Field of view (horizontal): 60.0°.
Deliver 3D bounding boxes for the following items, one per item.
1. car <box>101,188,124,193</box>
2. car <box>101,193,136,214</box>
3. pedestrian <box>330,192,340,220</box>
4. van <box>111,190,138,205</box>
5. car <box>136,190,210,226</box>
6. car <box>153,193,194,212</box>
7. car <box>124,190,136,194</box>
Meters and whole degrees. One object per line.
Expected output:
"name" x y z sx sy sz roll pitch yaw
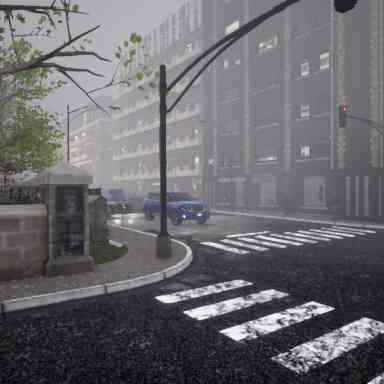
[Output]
"car" -9.650 0.576 38.544 2.150 2.045 5.566 0 1 -36
"car" -6.855 1.098 29.322 1.994 1.385 4.181 0 1 -36
"pedestrian" 9.402 0.902 21.910 0.375 1.860 0.375 1 -1 -36
"van" -8.401 0.654 41.249 1.690 1.788 3.998 1 1 -36
"car" -1.194 0.926 21.594 2.150 2.045 5.566 0 1 -36
"car" -1.873 0.949 32.341 1.967 1.590 4.097 1 1 -36
"car" -5.136 0.726 36.794 2.192 1.841 5.009 1 1 -36
